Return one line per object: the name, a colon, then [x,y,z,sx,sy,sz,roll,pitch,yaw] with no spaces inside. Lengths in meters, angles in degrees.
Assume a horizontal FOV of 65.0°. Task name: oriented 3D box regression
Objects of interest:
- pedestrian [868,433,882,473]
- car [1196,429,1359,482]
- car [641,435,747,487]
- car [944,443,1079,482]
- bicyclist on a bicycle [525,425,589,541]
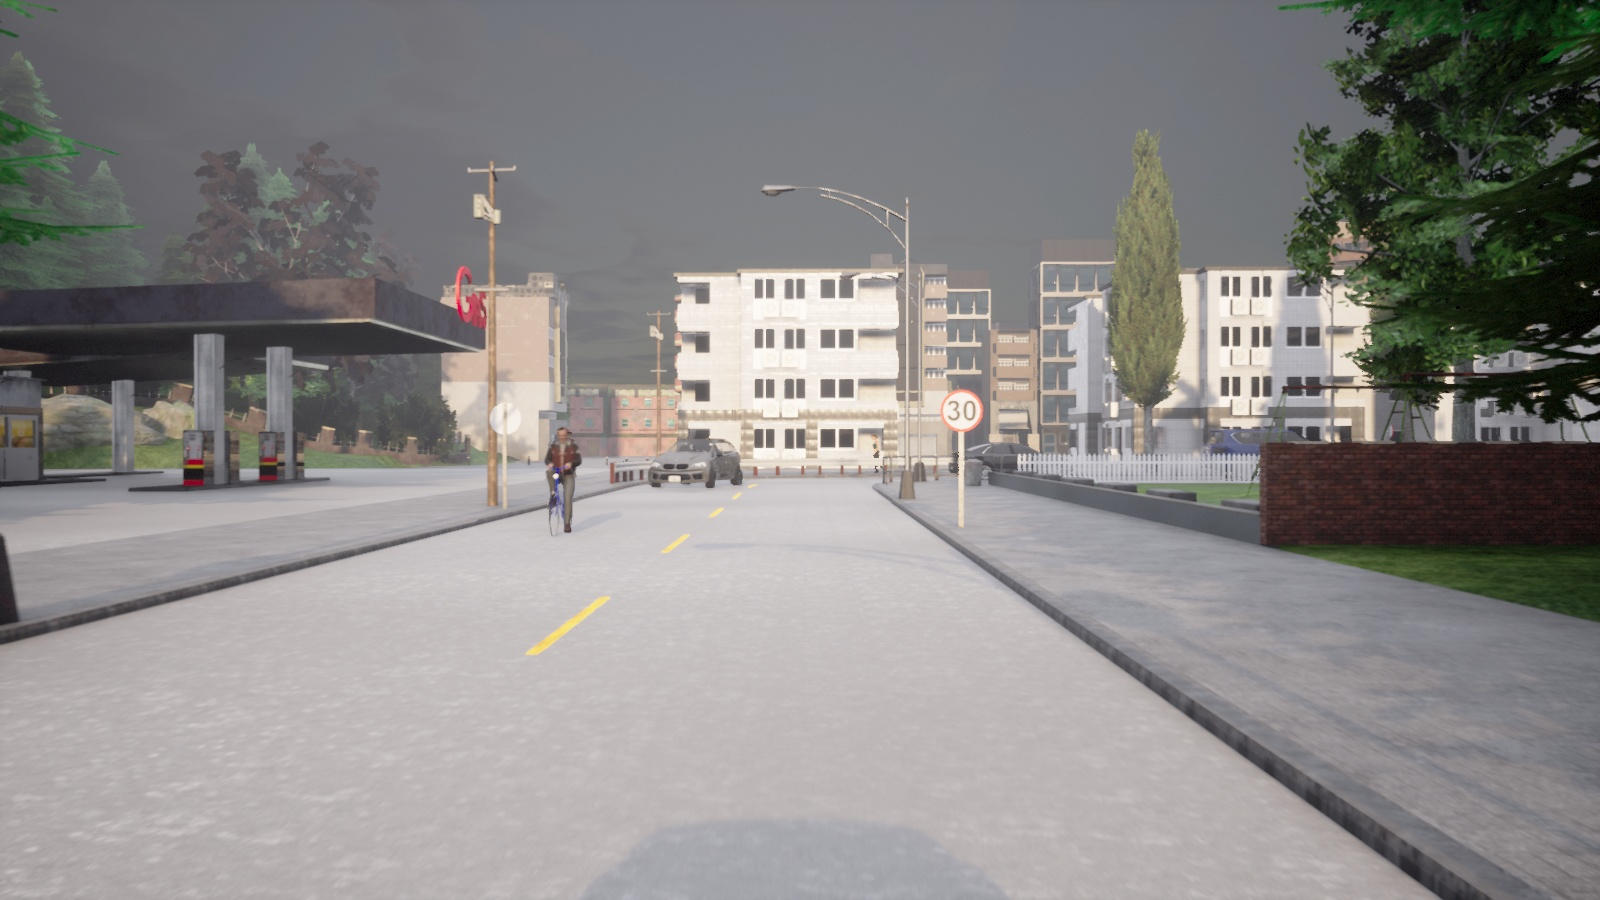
pedestrian: [3.399,0.136,57.032,0.594,1.836,0.345,0,0,-12]
car: [18.675,0.202,49.309,5.566,2.045,2.150,0,0,1]
car: [-3.532,0.348,42.811,2.242,1.667,4.611,0,0,14]
car: [8.274,0.481,49.208,4.892,1.490,1.837,0,0,-12]
bicyclist on a bicycle: [-3.878,0.501,20.130,0.659,1.776,1.843,0,0,0]
